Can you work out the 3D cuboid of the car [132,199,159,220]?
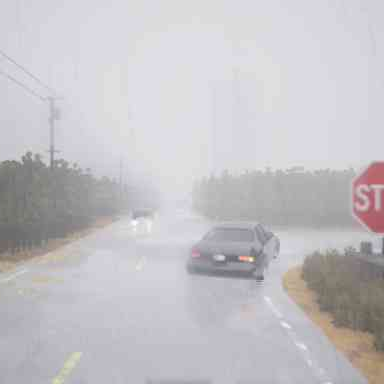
[{"bbox_3d":[-4.275,1.651,30.006,2.033,1.411,5.357,0,0,-5],"label":"car"}]

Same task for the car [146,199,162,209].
[{"bbox_3d":[-5.662,1.736,49.952,1.994,1.385,4.181,0,0,-2],"label":"car"}]

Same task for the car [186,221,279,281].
[{"bbox_3d":[1.494,1.583,10.114,2.033,1.411,5.357,0,0,20],"label":"car"}]

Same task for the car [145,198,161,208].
[{"bbox_3d":[-5.055,1.488,39.775,2.097,1.767,4.553,0,0,-5],"label":"car"}]

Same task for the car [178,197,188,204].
[{"bbox_3d":[-1.879,1.765,69.566,1.812,1.442,4.674,0,0,4],"label":"car"}]
